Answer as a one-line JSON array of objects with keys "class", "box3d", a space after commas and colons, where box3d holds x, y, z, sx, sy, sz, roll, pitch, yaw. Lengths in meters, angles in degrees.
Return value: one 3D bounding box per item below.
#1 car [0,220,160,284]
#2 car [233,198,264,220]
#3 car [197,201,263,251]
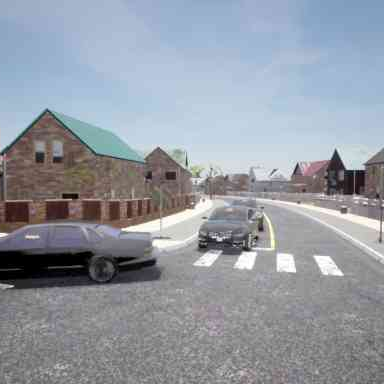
[{"class": "car", "box3d": [-3.521, 1.443, 8.410, 5.357, 1.411, 2.033, -1, 1, -7]}, {"class": "car", "box3d": [3.049, 1.143, 19.225, 2.097, 1.767, 4.553, 1, 1, 11]}, {"class": "car", "box3d": [1.624, 1.338, 13.500, 1.837, 1.490, 4.892, 1, 1, 17]}]
